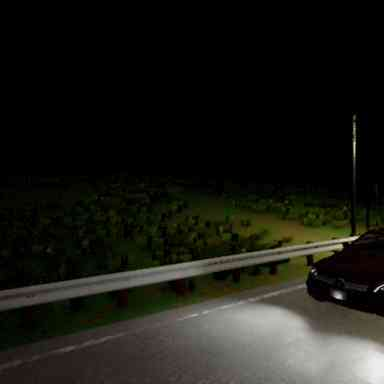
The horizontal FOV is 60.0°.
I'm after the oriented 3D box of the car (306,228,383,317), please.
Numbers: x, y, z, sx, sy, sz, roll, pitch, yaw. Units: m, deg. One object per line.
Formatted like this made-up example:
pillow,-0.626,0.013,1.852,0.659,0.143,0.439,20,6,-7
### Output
car,4.432,1.511,7.090,4.674,1.442,1.812,0,0,-35
